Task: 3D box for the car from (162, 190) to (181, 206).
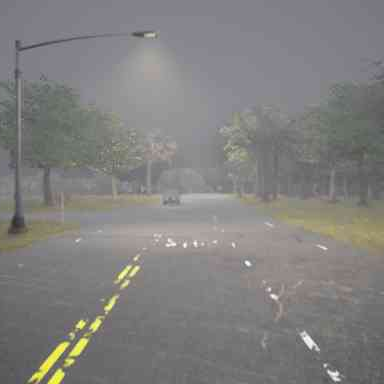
[{"bbox_3d":[-2.724,0.788,45.677,2.150,2.045,5.566,0,1,2],"label":"car"}]
